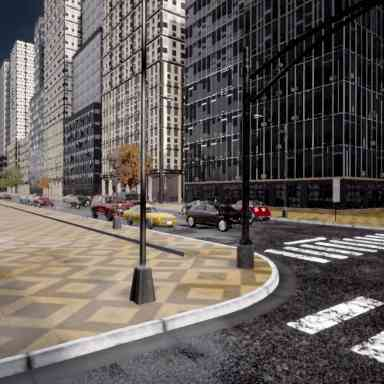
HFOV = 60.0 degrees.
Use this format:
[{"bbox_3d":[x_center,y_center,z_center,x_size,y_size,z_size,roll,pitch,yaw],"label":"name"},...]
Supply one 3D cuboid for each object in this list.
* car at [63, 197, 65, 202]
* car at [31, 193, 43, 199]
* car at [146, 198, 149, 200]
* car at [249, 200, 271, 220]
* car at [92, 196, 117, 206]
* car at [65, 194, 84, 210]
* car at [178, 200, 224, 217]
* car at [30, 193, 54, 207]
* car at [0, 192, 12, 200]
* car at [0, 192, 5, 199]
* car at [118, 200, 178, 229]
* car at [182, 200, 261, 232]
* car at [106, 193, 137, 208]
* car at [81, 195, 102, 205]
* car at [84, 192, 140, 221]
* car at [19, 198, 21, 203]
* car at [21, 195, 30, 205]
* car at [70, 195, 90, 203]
[{"bbox_3d":[-23.061,1.148,62.692,1.752,1.417,4.829,1,0,-36],"label":"car"},{"bbox_3d":[-39.830,0.965,85.369,1.947,1.339,4.313,1,0,-36],"label":"car"},{"bbox_3d":[-5.203,1.075,28.799,2.150,2.045,5.566,0,0,-36],"label":"car"},{"bbox_3d":[4.139,1.362,26.129,1.967,1.590,4.097,1,0,-36],"label":"car"},{"bbox_3d":[-12.939,1.268,49.003,1.752,1.417,4.829,1,0,-36],"label":"car"},{"bbox_3d":[-13.155,1.274,39.589,1.837,1.490,4.892,0,0,-36],"label":"car"},{"bbox_3d":[0.737,1.440,30.676,2.008,1.369,4.403,1,0,-36],"label":"car"},{"bbox_3d":[-19.579,1.257,43.888,1.887,1.381,4.507,1,0,-36],"label":"car"},{"bbox_3d":[-39.826,1.006,71.268,1.887,1.381,4.507,1,0,-36],"label":"car"},{"bbox_3d":[-46.574,0.808,80.396,1.967,1.590,4.097,1,0,-36],"label":"car"},{"bbox_3d":[-2.708,1.416,20.856,1.752,1.417,4.829,1,0,-36],"label":"car"},{"bbox_3d":[1.487,1.425,19.748,1.837,1.490,4.892,0,0,-36],"label":"car"},{"bbox_3d":[-9.461,1.096,44.304,2.192,1.841,5.009,1,0,-36],"label":"car"},{"bbox_3d":[-16.211,1.250,53.429,1.887,1.381,4.507,1,0,-36],"label":"car"},{"bbox_3d":[-6.159,1.172,25.576,2.192,1.841,5.009,1,0,-36],"label":"car"},{"bbox_3d":[-26.327,1.185,53.014,2.008,1.369,4.403,1,0,-36],"label":"car"},{"bbox_3d":[-22.953,1.225,48.451,2.008,1.369,4.403,1,0,-36],"label":"car"},{"bbox_3d":[-19.585,1.216,57.991,2.008,1.369,4.403,1,0,-36],"label":"car"}]
